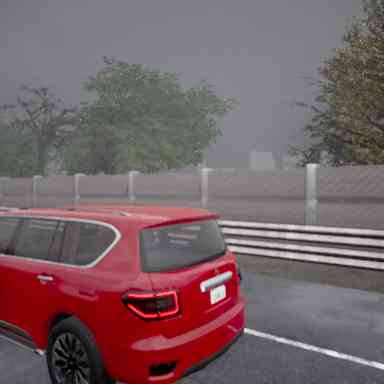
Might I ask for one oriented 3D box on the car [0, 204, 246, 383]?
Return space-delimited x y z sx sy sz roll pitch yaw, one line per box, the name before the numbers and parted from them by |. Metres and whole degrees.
car | -1.918 1.202 5.171 5.566 2.045 2.150 0 0 35
